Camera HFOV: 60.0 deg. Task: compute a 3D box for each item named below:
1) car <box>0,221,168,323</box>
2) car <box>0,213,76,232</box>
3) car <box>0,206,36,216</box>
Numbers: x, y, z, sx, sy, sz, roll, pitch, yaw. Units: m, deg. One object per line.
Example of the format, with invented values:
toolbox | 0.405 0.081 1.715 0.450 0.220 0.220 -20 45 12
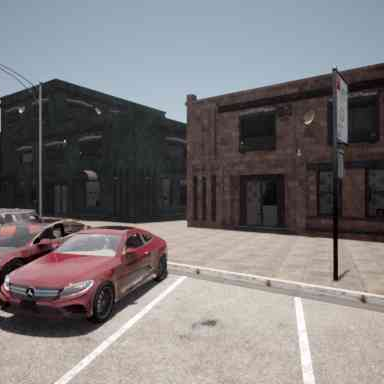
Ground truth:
car | -1.940 1.527 7.450 2.002 1.452 4.674 1 -1 15
car | -4.398 1.517 9.156 2.163 1.488 4.792 1 -1 15
car | -6.826 1.366 10.953 2.185 1.767 4.553 1 -1 15
